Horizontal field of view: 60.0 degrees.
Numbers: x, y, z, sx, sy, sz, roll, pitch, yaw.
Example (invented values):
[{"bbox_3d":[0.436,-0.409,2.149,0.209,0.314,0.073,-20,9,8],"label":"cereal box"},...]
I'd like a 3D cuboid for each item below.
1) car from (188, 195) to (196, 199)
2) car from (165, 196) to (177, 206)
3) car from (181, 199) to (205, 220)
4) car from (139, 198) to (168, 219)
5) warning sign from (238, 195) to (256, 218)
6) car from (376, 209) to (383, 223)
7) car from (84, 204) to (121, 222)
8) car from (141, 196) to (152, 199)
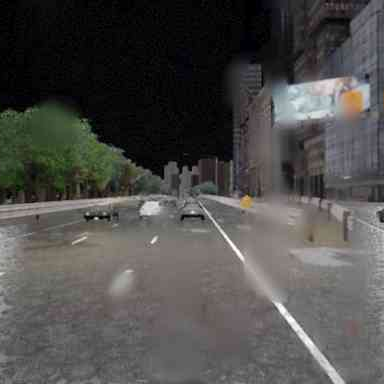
[{"bbox_3d":[-0.070,1.601,53.872,1.994,1.385,4.181,0,0,1],"label":"car"},{"bbox_3d":[-3.568,1.387,54.010,2.097,1.767,4.553,0,0,0],"label":"car"},{"bbox_3d":[0.048,1.595,28.656,1.994,1.385,4.181,0,0,0],"label":"car"},{"bbox_3d":[-3.453,1.556,29.140,1.812,1.442,4.674,0,0,0],"label":"car"},{"bbox_3d":[4.489,1.148,27.390,1.300,1.860,1.060,-1,-1,0],"label":"warning sign"},{"bbox_3d":[13.541,1.490,21.617,2.033,1.411,5.357,0,0,17],"label":"car"},{"bbox_3d":[-6.955,1.631,26.392,1.895,1.301,4.718,0,0,0],"label":"car"},{"bbox_3d":[-7.081,1.385,52.524,2.097,1.767,4.553,0,0,0],"label":"car"}]
